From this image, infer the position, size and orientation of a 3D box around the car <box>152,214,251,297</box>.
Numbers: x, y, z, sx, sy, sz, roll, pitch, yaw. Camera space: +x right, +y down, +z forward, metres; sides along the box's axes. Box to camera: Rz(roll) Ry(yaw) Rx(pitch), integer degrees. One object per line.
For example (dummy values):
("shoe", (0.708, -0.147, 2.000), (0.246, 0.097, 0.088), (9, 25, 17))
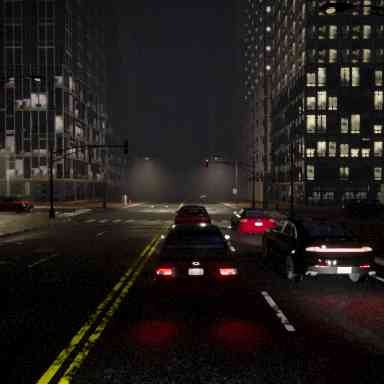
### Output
("car", (0.083, 1.544, 8.755), (2.033, 1.411, 5.357), (0, 0, 0))

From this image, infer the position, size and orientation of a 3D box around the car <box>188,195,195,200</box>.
("car", (-0.194, 1.459, 92.857), (1.994, 1.385, 4.181), (0, 0, 0))

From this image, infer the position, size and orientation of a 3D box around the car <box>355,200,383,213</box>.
("car", (21.730, 1.642, 38.515), (4.829, 1.417, 1.752), (1, 0, 1))

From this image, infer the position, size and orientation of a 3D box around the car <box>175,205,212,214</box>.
("car", (0.066, 1.468, 18.576), (1.882, 1.535, 5.008), (0, 0, 1))

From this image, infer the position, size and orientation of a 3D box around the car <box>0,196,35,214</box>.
("car", (-18.277, 1.206, 33.292), (4.553, 1.767, 2.097), (1, 1, 1))

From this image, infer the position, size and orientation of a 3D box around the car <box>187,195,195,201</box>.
("car", (-0.173, 1.519, 82.767), (1.895, 1.301, 4.718), (0, 0, 0))

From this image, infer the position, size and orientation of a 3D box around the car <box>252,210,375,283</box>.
("car", (3.329, 1.487, 9.669), (2.128, 1.511, 4.902), (0, 0, 0))

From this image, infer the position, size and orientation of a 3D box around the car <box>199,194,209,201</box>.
("car", (3.080, 1.513, 81.425), (1.895, 1.301, 4.718), (0, 0, 0))

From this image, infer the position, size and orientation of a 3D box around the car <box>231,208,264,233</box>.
("car", (3.311, 1.554, 18.470), (1.994, 1.385, 4.181), (0, 0, 0))

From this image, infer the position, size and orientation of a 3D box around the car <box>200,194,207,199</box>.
("car", (3.059, 1.266, 91.397), (1.812, 1.442, 4.674), (0, 0, 0))

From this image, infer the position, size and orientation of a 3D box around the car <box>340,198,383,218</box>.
("car", (16.139, 1.519, 30.217), (5.009, 1.841, 2.192), (1, 0, 1))
